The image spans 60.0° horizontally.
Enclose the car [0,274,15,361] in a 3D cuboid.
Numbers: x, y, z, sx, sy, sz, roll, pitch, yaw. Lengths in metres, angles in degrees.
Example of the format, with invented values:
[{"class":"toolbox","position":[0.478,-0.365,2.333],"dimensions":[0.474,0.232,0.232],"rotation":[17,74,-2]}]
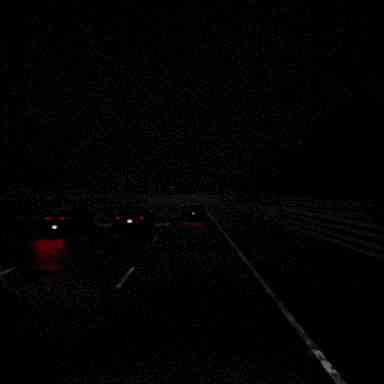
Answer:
[{"class":"car","position":[-3.399,1.222,1.995],"dimensions":[2.150,2.045,5.566],"rotation":[0,0,0]}]

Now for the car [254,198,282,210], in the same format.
[{"class":"car","position":[9.114,1.452,40.300],"dimensions":[1.812,1.442,4.674],"rotation":[-1,0,-18]}]

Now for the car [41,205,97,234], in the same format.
[{"class":"car","position":[-6.893,1.504,19.090],"dimensions":[1.837,1.490,4.892],"rotation":[0,0,0]}]

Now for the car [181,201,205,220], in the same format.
[{"class":"car","position":[0.111,1.481,28.005],"dimensions":[1.882,1.535,5.008],"rotation":[0,0,0]}]

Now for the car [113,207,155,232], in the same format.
[{"class":"car","position":[-3.392,1.563,20.136],"dimensions":[1.994,1.385,4.181],"rotation":[0,0,0]}]
